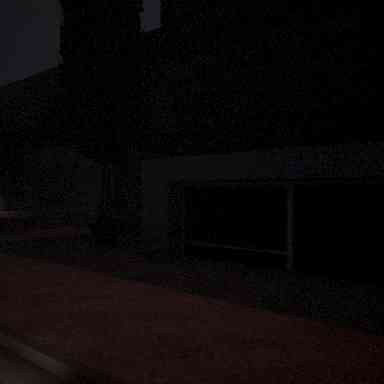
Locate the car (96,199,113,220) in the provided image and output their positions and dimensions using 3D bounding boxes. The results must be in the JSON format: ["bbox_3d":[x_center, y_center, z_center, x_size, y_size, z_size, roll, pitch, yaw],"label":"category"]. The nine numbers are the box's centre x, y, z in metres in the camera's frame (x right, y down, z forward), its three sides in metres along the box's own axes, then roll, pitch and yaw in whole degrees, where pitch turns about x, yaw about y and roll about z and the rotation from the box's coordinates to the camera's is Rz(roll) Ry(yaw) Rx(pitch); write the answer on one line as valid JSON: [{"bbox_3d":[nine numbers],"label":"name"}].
[{"bbox_3d":[-5.441,1.335,26.923,2.097,1.767,4.553,0,0,36],"label":"car"}]
